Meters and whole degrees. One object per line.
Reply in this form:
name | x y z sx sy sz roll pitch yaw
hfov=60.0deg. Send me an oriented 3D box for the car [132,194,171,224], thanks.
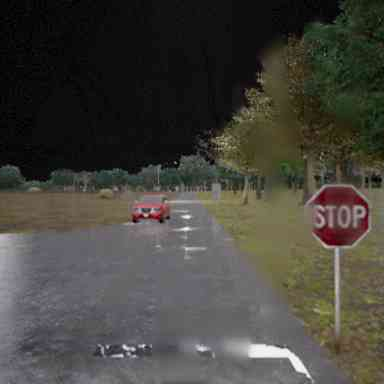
car | -2.905 1.195 24.870 2.150 2.045 5.566 0 0 4
